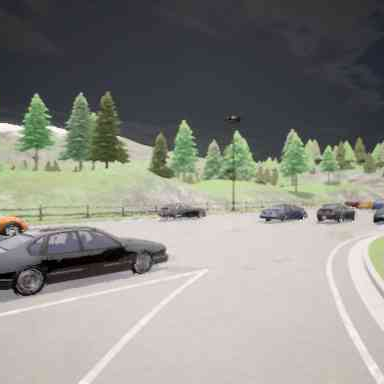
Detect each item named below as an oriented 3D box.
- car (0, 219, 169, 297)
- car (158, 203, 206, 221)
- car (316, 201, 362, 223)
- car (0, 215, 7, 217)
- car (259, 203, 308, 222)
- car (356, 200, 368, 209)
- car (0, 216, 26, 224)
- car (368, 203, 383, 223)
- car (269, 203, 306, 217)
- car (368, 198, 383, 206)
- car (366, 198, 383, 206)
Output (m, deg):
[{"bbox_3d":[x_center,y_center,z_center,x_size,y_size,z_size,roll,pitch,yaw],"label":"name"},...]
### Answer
[{"bbox_3d":[-3.189,1.625,8.873,5.357,1.411,2.033,1,-1,-43],"label":"car"},{"bbox_3d":[-0.830,1.772,30.288,4.902,1.511,2.128,1,-1,-43],"label":"car"},{"bbox_3d":[12.355,1.791,28.263,4.892,1.490,1.837,1,-1,-43],"label":"car"},{"bbox_3d":[-10.593,1.484,16.324,4.553,1.767,2.097,1,-1,-43],"label":"car"},{"bbox_3d":[8.025,1.832,28.997,5.357,1.411,2.033,1,-1,-43],"label":"car"},{"bbox_3d":[28.359,2.022,52.883,5.008,1.535,1.882,1,-1,-43],"label":"car"},{"bbox_3d":[-7.286,1.643,9.826,4.181,1.385,1.994,1,-1,-43],"label":"car"},{"bbox_3d":[16.602,1.851,27.447,4.181,1.385,1.994,1,-1,-43],"label":"car"},{"bbox_3d":[10.416,1.918,36.042,4.181,1.385,1.994,1,-1,-43],"label":"car"},{"bbox_3d":[27.033,1.963,46.839,5.008,1.535,1.882,1,-1,-43],"label":"car"},{"bbox_3d":[35.840,1.979,64.845,5.008,1.535,1.882,1,-1,-43],"label":"car"}]
